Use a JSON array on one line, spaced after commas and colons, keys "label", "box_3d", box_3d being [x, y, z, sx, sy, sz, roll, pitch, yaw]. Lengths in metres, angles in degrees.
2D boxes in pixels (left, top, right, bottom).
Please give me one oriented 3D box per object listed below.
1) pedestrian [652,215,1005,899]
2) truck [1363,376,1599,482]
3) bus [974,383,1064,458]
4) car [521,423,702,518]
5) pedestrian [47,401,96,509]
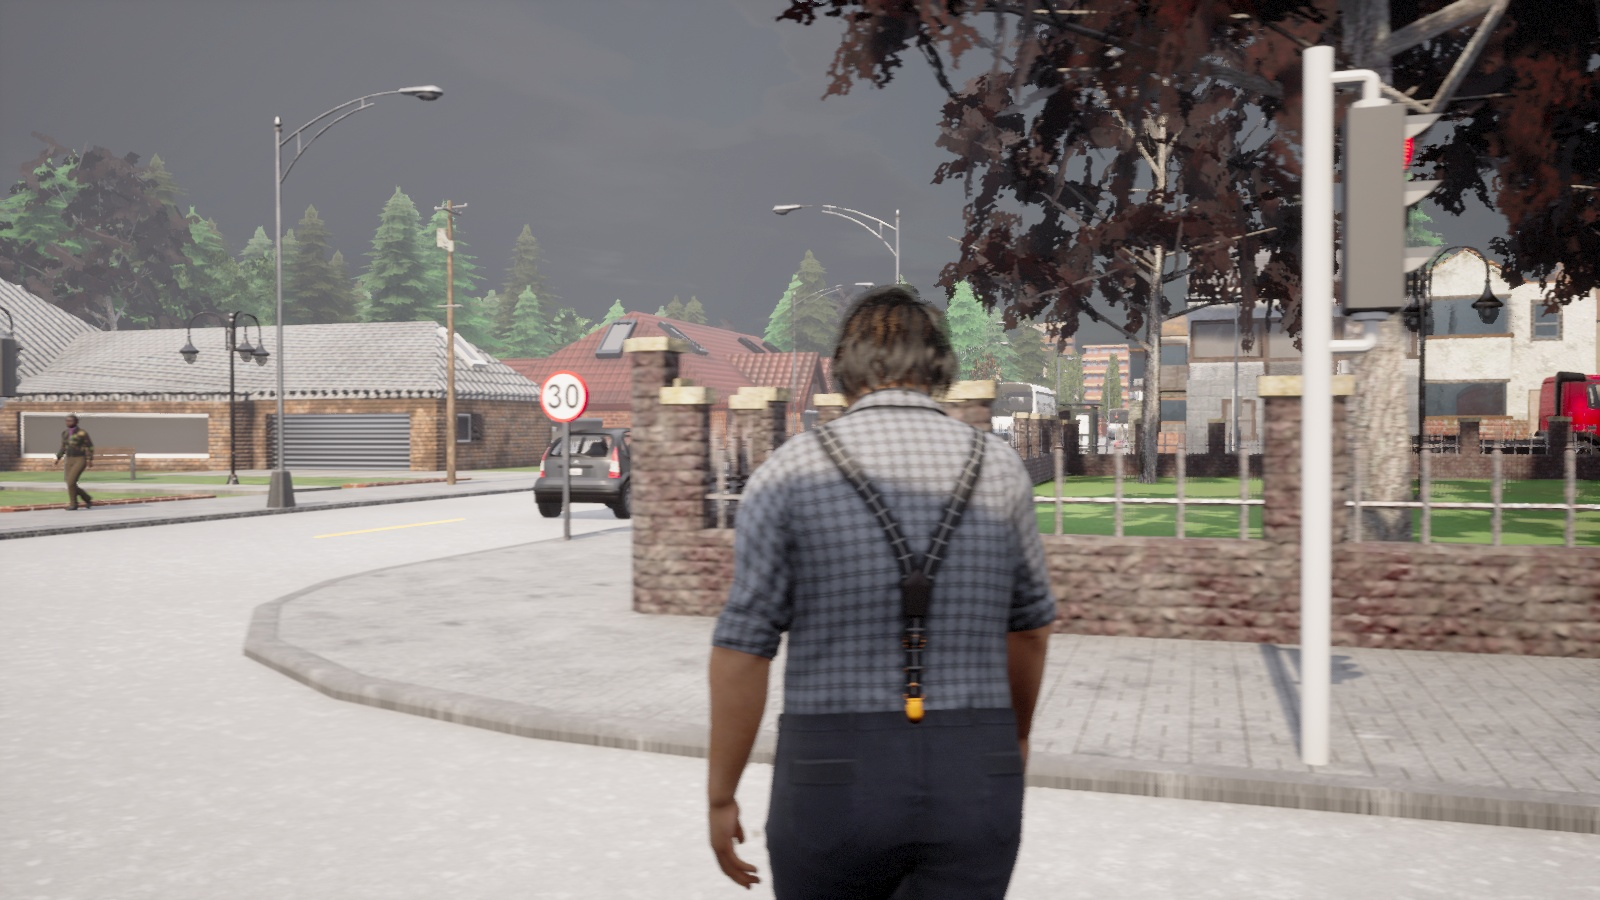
[{"label": "pedestrian", "box_3d": [0.024, 0.561, 2.293, 0.540, 1.848, 0.694, 0, 1, -3]}, {"label": "truck", "box_3d": [24.046, -0.741, 43.501, 7.936, 3.462, 2.891, 1, 1, 16]}, {"label": "bus", "box_3d": [13.494, -1.735, 76.390, 3.944, 4.253, 10.273, 1, 1, 18]}, {"label": "car", "box_3d": [-3.438, 0.314, 23.700, 1.851, 1.617, 3.988, 1, 1, 17]}, {"label": "pedestrian", "box_3d": [-13.309, 0.082, 22.950, 0.395, 1.930, 0.692, 1, 1, 13]}]
